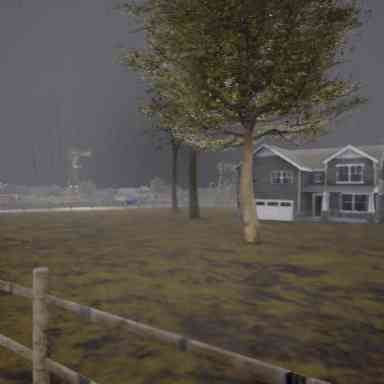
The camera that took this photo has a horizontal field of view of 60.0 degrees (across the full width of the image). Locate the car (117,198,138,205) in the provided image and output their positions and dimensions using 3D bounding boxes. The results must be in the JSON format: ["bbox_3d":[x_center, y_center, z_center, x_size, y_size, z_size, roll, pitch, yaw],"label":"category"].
[{"bbox_3d":[-13.493,1.957,69.551,1.882,1.535,5.008,1,0,36],"label":"car"}]
